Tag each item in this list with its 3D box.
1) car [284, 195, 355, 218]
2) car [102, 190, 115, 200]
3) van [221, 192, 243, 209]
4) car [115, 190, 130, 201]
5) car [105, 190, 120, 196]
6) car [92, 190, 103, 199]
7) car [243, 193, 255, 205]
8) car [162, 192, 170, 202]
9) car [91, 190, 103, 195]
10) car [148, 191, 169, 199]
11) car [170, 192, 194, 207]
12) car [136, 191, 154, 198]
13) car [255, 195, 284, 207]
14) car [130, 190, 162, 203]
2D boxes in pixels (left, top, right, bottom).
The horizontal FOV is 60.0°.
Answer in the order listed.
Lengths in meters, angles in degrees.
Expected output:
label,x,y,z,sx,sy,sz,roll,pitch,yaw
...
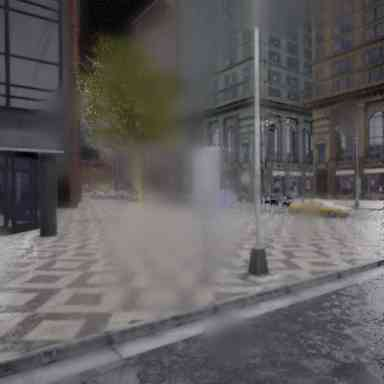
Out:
label,x,y,z,sx,sy,sz,roll,pitch,yaw
car,9.540,1.141,24.721,1.752,1.417,4.829,0,1,-35
car,-13.216,0.651,57.008,2.008,1.369,4.403,0,1,-35
van,2.968,0.833,34.046,1.690,1.788,3.998,0,1,-35
car,-9.979,0.733,52.417,2.008,1.369,4.403,0,1,-35
car,-19.197,0.227,80.286,1.887,1.381,4.507,0,1,-35
car,-16.453,0.570,61.599,2.008,1.369,4.403,0,1,-35
car,6.696,0.866,43.557,1.887,1.381,4.507,0,1,-35
car,-5.693,0.554,51.033,2.097,1.767,4.553,-1,1,-35
car,-25.670,0.110,89.468,1.802,1.307,4.206,0,1,-35
car,-6.252,0.551,61.924,2.008,1.369,4.403,0,1,-35
car,-0.269,0.972,38.640,2.008,1.369,4.403,0,1,-35
car,-9.488,0.501,66.515,1.802,1.307,4.206,0,1,-35
car,9.931,0.958,38.966,1.947,1.339,4.313,0,1,-35
car,-6.645,0.792,47.687,1.752,1.417,4.829,0,1,-35
